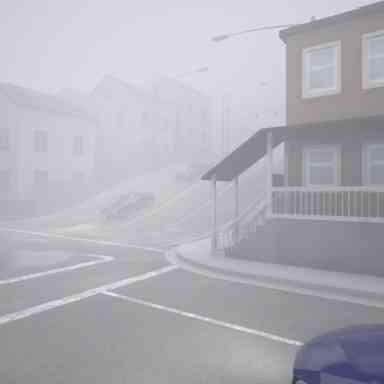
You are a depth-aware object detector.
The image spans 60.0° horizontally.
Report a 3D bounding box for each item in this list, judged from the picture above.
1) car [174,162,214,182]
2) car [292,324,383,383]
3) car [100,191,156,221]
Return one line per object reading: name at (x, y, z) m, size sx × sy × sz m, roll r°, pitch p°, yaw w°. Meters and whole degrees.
car at (0.175, -2.044, 32.367) m, size 1.895 × 1.301 × 4.718 m, roll 0°, pitch 18°, yaw 35°
car at (2.931, 1.526, 1.873) m, size 4.674 × 1.442 × 1.812 m, roll 0°, pitch 0°, yaw 36°
car at (-4.812, 0.900, 25.072) m, size 2.128 × 1.511 × 4.902 m, roll 0°, pitch 15°, yaw 35°
